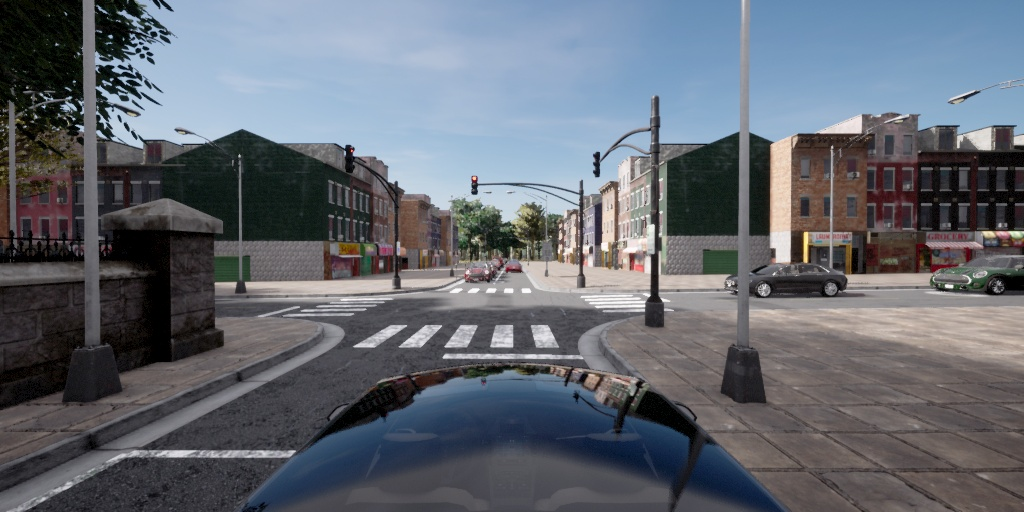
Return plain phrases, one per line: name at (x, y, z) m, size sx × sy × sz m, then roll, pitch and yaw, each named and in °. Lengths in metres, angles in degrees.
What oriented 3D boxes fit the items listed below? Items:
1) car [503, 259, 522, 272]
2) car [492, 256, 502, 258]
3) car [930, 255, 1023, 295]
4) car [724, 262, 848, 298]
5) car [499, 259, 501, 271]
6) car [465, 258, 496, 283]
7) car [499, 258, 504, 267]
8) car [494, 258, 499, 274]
car at (0.242, 1.342, 45.998) m, size 1.994 × 1.385 × 4.181 m, roll 0°, pitch 0°, yaw 0°
car at (-2.832, 1.259, 60.907) m, size 1.801 × 1.575 × 5.366 m, roll 0°, pitch 0°, yaw 0°
car at (22.100, 0.763, 16.280) m, size 4.553 × 1.767 × 2.097 m, roll -1°, pitch 1°, yaw 0°
car at (12.322, 1.046, 16.316) m, size 4.892 × 1.490 × 1.837 m, roll -1°, pitch 1°, yaw 0°
car at (-2.519, 1.335, 38.966) m, size 1.948 × 1.339 × 4.313 m, roll 0°, pitch 0°, yaw 0°
car at (-2.555, 1.199, 28.097) m, size 1.967 × 1.591 × 4.097 m, roll 0°, pitch 0°, yaw 0°
car at (-2.483, 1.329, 49.835) m, size 1.888 × 1.381 × 4.507 m, roll 0°, pitch 0°, yaw 0°
car at (-2.537, 1.204, 33.532) m, size 1.967 × 1.591 × 4.097 m, roll 0°, pitch 0°, yaw 0°
